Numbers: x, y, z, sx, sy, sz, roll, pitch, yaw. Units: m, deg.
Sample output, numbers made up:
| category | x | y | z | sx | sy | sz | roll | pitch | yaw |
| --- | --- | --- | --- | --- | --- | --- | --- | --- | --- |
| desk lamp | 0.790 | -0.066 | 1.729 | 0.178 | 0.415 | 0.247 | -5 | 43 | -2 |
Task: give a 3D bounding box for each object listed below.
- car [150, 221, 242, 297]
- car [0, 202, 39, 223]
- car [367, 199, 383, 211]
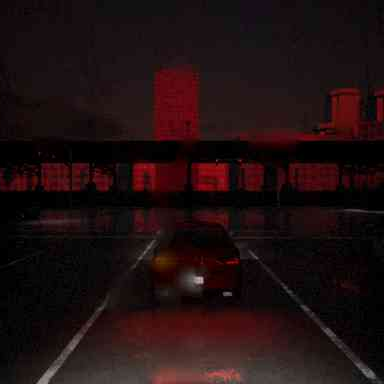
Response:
| category | x | y | z | sx | sy | sz | roll | pitch | yaw |
| --- | --- | --- | --- | --- | --- | --- | --- | --- | --- |
| car | 0.095 | 1.478 | 8.616 | 1.882 | 1.535 | 5.008 | 0 | 0 | 0 |
| car | -14.228 | 1.478 | 25.174 | 5.008 | 1.535 | 1.882 | 0 | 0 | 2 |
| car | 22.728 | 1.403 | 38.406 | 4.674 | 1.442 | 1.812 | -1 | 0 | 1 |
